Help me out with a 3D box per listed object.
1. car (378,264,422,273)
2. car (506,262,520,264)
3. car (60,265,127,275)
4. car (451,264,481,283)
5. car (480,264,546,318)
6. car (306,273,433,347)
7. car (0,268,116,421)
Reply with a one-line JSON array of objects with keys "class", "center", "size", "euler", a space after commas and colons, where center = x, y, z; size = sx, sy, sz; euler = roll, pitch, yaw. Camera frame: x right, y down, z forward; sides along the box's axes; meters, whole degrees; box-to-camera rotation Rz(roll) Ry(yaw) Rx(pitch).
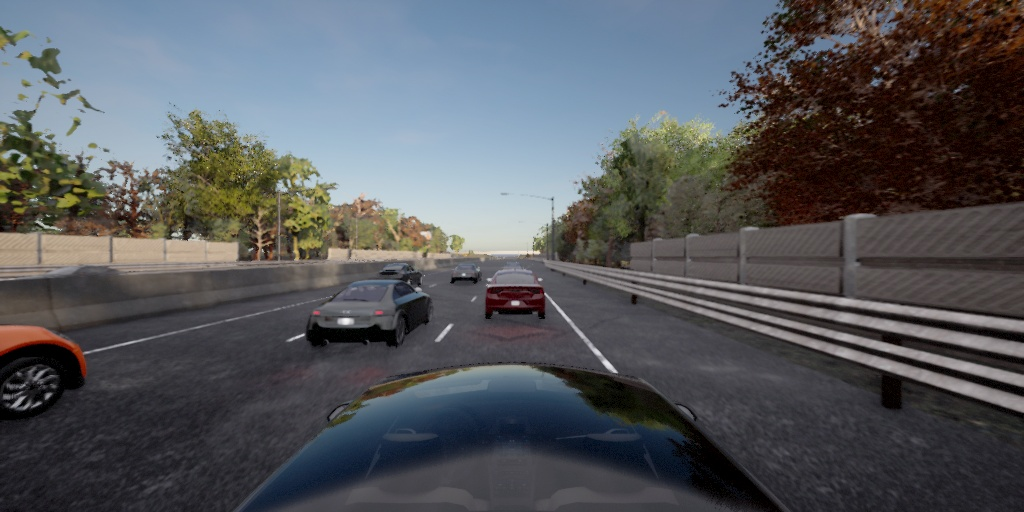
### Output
[{"class": "car", "center": [-6.900, 1.231, 22.324], "size": [1.837, 1.490, 4.892], "euler": [0, 0, 0]}, {"class": "car", "center": [0.101, 1.266, 32.311], "size": [2.033, 1.411, 5.357], "euler": [0, 0, 0]}, {"class": "car", "center": [-24.510, 1.254, 20.212], "size": [1.812, 1.442, 4.674], "euler": [0, 0, 0]}, {"class": "car", "center": [-3.395, 1.286, 27.220], "size": [1.994, 1.385, 4.181], "euler": [0, 0, 0]}, {"class": "car", "center": [0.101, 1.214, 12.853], "size": [1.882, 1.535, 5.008], "euler": [0, 0, 0]}, {"class": "car", "center": [-3.397, 1.304, 9.338], "size": [1.994, 1.385, 4.181], "euler": [0, 0, 0]}, {"class": "car", "center": [-6.903, 1.100, 2.987], "size": [2.097, 1.767, 4.553], "euler": [0, 0, 0]}]
